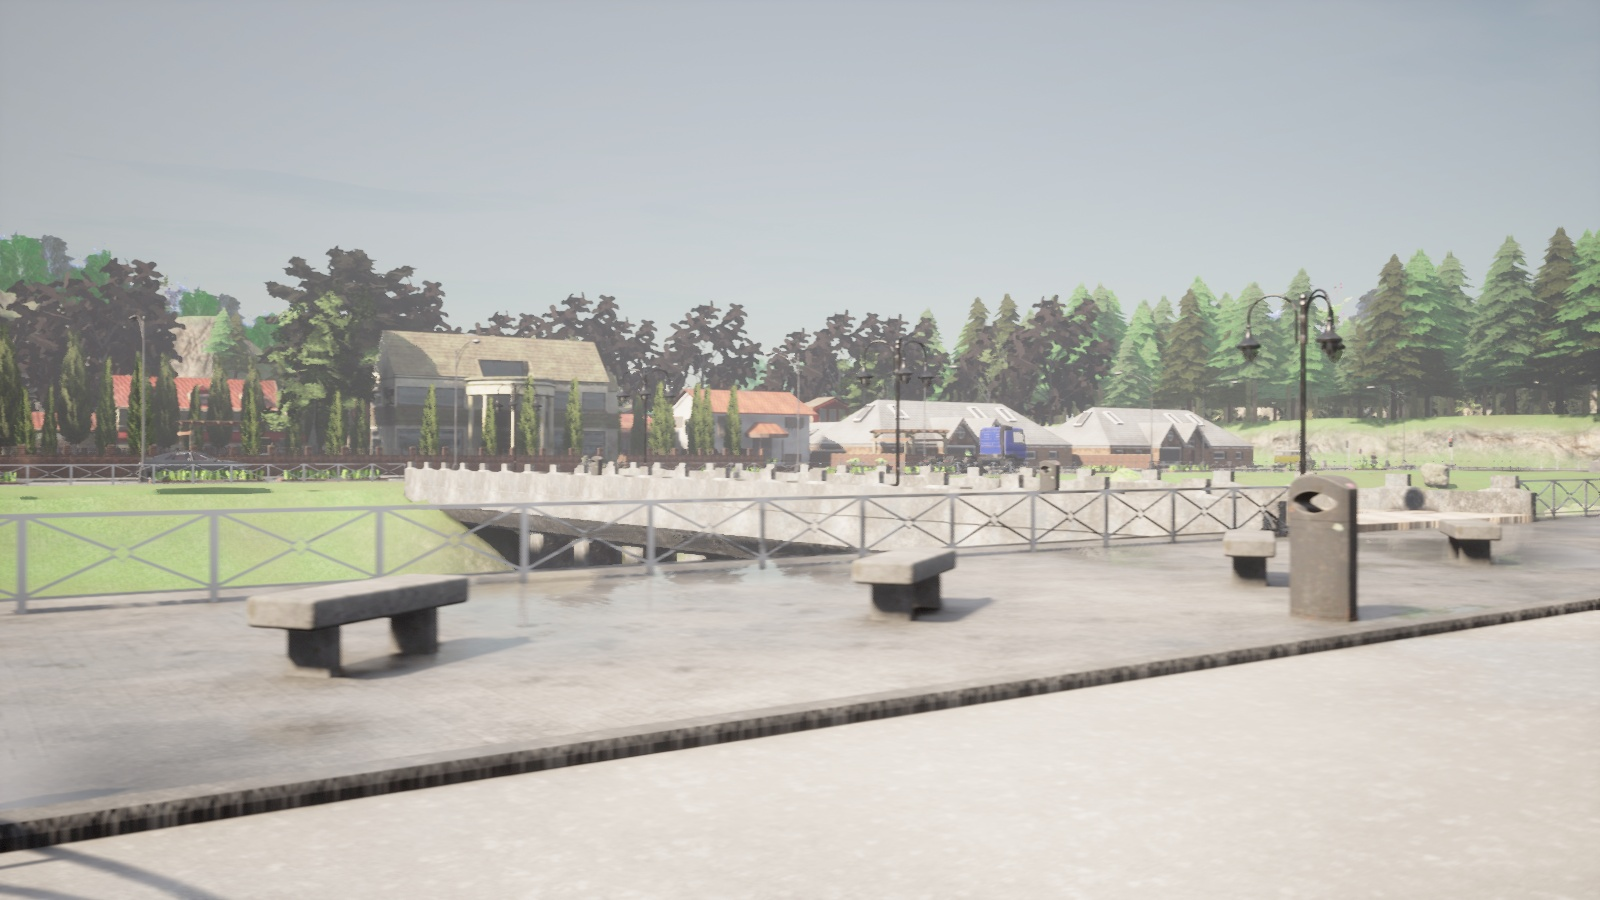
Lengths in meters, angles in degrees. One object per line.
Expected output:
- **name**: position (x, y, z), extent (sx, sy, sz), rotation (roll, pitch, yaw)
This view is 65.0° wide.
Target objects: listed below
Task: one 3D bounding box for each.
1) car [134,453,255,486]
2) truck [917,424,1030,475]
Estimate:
- **car**: position (-28.653, 0.907, 59.482), extent (4.902, 1.511, 2.128), rotation (0, 0, -35)
- **truck**: position (12.199, -0.047, 87.906), extent (7.936, 3.462, 2.891), rotation (0, 0, -35)
